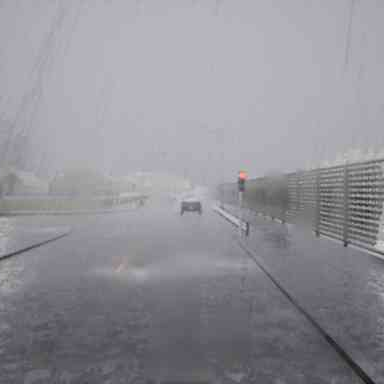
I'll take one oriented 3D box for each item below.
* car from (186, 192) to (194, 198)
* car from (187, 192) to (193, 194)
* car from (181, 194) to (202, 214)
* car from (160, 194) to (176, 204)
[{"bbox_3d":[-0.462,0.794,83.840,1.837,1.490,4.892,0,0,0],"label":"car"},{"bbox_3d":[-0.401,1.060,73.421,2.033,1.411,5.357,0,0,0],"label":"car"},{"bbox_3d":[-0.082,1.267,32.752,1.882,1.535,5.008,0,0,0],"label":"car"},{"bbox_3d":[-4.358,1.184,56.378,2.033,1.411,5.357,0,0,0],"label":"car"}]
